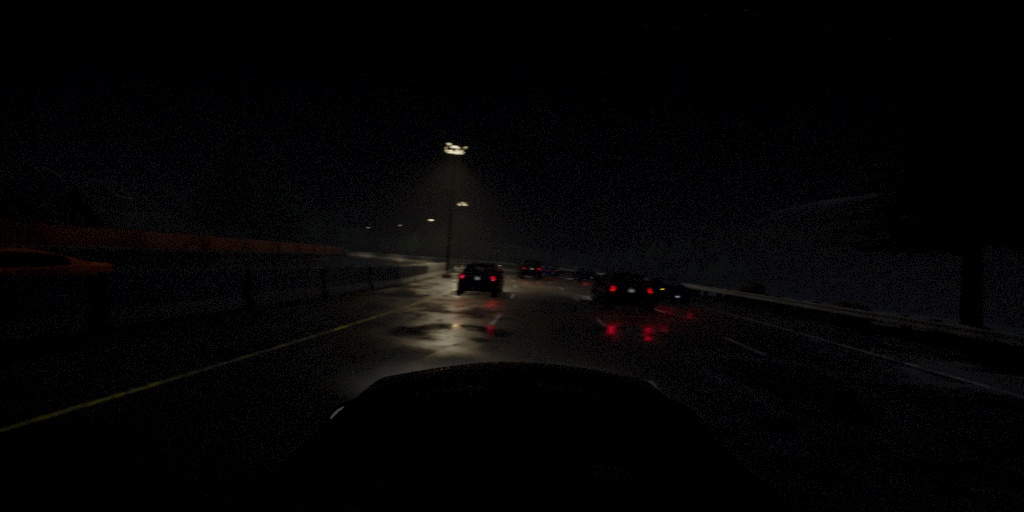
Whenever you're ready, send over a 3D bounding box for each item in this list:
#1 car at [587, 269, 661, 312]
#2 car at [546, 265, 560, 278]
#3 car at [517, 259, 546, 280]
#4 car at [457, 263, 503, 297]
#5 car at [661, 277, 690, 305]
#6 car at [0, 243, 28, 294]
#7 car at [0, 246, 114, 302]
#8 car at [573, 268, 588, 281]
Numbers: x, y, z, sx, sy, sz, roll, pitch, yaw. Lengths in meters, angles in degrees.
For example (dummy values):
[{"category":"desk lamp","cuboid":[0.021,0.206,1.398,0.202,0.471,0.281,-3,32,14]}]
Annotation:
[{"category":"car","cuboid":[5.287,1.565,17.631,2.097,1.767,4.553,3,-1,3]},{"category":"car","cuboid":[4.661,1.907,45.394,1.882,1.535,5.008,4,0,-6]},{"category":"car","cuboid":[1.821,1.422,39.098,2.150,2.045,5.566,4,0,-5]},{"category":"car","cuboid":[-1.630,1.167,19.937,2.097,1.767,4.553,3,-1,2]},{"category":"car","cuboid":[8.966,1.997,21.519,1.812,1.442,4.674,4,0,1]},{"category":"car","cuboid":[-16.770,0.292,9.079,2.128,1.511,4.902,3,-1,7]},{"category":"car","cuboid":[-13.278,0.488,8.884,1.882,1.535,5.008,3,0,7]},{"category":"car","cuboid":[8.471,2.150,41.538,1.812,1.442,4.674,4,0,-5]}]
